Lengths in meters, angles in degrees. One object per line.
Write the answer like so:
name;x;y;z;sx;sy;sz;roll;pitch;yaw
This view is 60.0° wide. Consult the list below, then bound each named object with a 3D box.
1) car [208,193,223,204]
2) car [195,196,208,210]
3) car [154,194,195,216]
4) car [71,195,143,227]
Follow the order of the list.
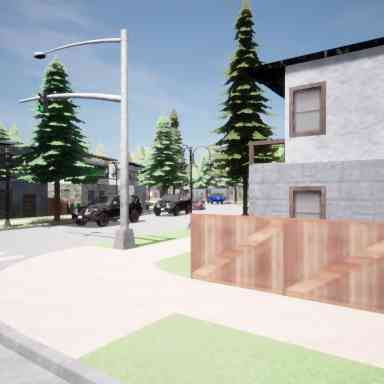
car;4.188;1.202;60.875;2.150;2.045;5.566;0;0;-9
car;0.448;1.333;42.087;2.097;1.767;4.553;0;0;9
car;-1.800;1.202;32.486;2.150;2.045;5.566;0;0;18
car;-5.684;1.202;23.106;2.150;2.045;5.566;0;0;27
